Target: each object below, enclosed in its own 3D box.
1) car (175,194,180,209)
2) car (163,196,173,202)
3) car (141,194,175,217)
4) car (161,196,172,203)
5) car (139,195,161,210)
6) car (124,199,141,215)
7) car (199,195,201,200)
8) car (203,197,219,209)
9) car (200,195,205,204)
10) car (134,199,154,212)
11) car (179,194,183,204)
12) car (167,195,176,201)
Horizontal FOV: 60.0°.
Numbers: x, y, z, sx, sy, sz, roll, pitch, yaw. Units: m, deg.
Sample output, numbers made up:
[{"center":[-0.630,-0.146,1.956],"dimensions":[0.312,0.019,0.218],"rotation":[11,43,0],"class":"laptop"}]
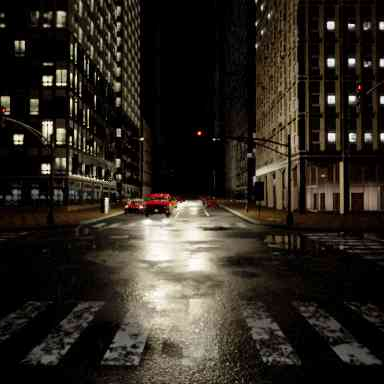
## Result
[{"center":[-3.026,1.495,46.102],"dimensions":[1.882,1.535,5.008],"rotation":[0,0,0],"class":"car"},{"center":[-5.557,1.581,78.417],"dimensions":[2.008,1.369,4.403],"rotation":[1,0,0],"class":"car"},{"center":[-3.046,1.232,31.143],"dimensions":[2.150,2.045,5.566],"rotation":[0,0,0],"class":"car"},{"center":[-5.566,1.573,72.841],"dimensions":[1.887,1.381,4.507],"rotation":[1,0,0],"class":"car"},{"center":[-5.603,1.332,44.966],"dimensions":[2.192,1.841,5.009],"rotation":[1,0,0],"class":"car"},{"center":[-5.623,1.453,33.815],"dimensions":[1.967,1.590,4.097],"rotation":[1,0,0],"class":"car"},{"center":[2.797,1.590,61.748],"dimensions":[1.947,1.339,4.313],"rotation":[1,0,0],"class":"car"},{"center":[2.771,1.599,45.015],"dimensions":[1.802,1.307,4.206],"rotation":[1,0,0],"class":"car"},{"center":[2.790,1.547,56.341],"dimensions":[1.752,1.417,4.829],"rotation":[1,0,0],"class":"car"},{"center":[-5.617,1.597,39.391],"dimensions":[1.802,1.307,4.206],"rotation":[1,0,0],"class":"car"},{"center":[-2.902,1.353,64.857],"dimensions":[2.150,2.045,5.566],"rotation":[0,0,0],"class":"car"},{"center":[-5.540,1.587,89.567],"dimensions":[2.008,1.369,4.403],"rotation":[1,0,0],"class":"car"}]
